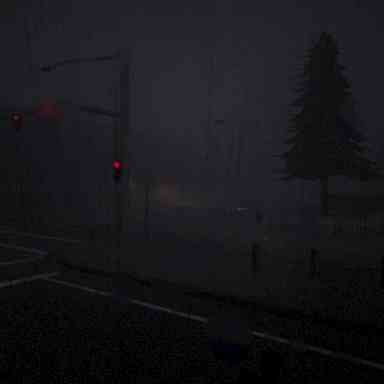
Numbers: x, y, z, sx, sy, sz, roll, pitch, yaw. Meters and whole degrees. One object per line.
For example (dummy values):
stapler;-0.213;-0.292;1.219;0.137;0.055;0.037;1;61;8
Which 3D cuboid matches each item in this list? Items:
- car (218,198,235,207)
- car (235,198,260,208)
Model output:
car;5.844;1.648;52.423;1.994;1.385;4.181;0;0;36
car;8.723;1.637;50.427;1.994;1.385;4.181;0;0;36
